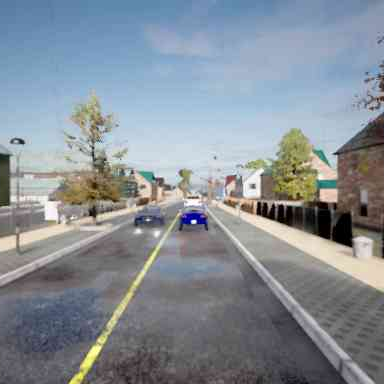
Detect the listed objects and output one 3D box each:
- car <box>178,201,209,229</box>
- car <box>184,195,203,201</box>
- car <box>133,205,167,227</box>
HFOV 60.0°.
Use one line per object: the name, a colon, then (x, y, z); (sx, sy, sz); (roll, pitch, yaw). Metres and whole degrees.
car: (0.103, 1.566, 21.609); (1.812, 1.442, 4.674); (0, 0, 0)
car: (0.168, 1.365, 42.393); (2.150, 2.045, 5.566); (0, 0, 1)
car: (-2.819, 1.610, 23.271); (1.994, 1.385, 4.181); (0, 0, 0)
